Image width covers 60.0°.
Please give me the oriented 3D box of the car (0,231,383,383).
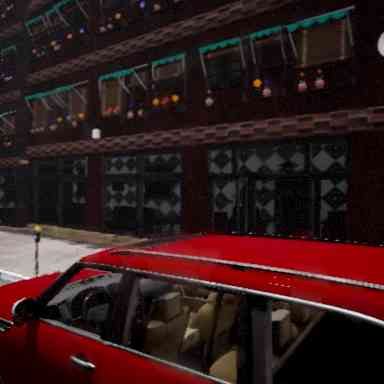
[{"bbox_3d":[-0.096,1.311,2.924,5.009,1.841,2.192,0,1,35],"label":"car"}]
